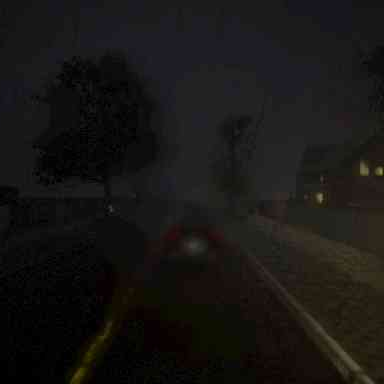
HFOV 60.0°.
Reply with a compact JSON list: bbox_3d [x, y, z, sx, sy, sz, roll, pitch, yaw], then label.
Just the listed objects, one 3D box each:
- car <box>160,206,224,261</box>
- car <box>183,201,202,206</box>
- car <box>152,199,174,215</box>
[{"bbox_3d":[0.074,1.462,12.175,1.882,1.535,5.008,0,-1,0],"label":"car"},{"bbox_3d":[0.066,1.467,26.285,1.837,1.490,4.892,0,0,0],"label":"car"},{"bbox_3d":[-2.831,1.428,33.233,1.882,1.535,5.008,0,0,0],"label":"car"}]
